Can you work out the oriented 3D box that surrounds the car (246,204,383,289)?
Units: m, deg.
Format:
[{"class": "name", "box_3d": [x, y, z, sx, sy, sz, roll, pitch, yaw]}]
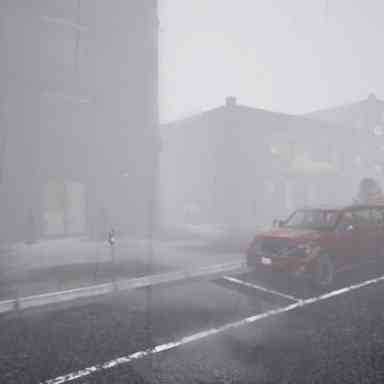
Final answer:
[{"class": "car", "box_3d": [3.793, 1.297, 9.272, 5.009, 1.841, 2.192, 0, 0, -36]}]
